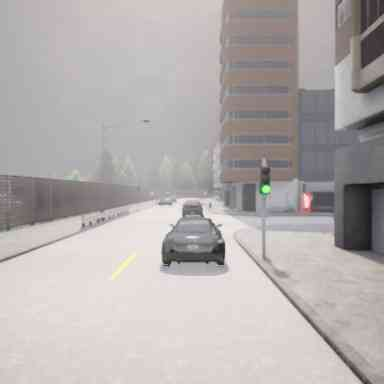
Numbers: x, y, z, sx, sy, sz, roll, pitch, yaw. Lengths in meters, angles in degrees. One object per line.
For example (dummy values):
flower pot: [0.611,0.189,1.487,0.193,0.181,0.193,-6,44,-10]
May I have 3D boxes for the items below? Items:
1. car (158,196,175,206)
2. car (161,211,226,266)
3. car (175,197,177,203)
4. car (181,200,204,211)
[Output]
car: [-4.145,1.549,52.229,1.994,1.385,4.181,0,0,0]
car: [0.124,1.560,11.581,1.994,1.385,4.181,0,0,3]
car: [-4.102,1.489,67.457,2.128,1.511,4.902,0,0,0]
car: [0.047,1.495,30.638,1.837,1.490,4.892,0,0,0]
